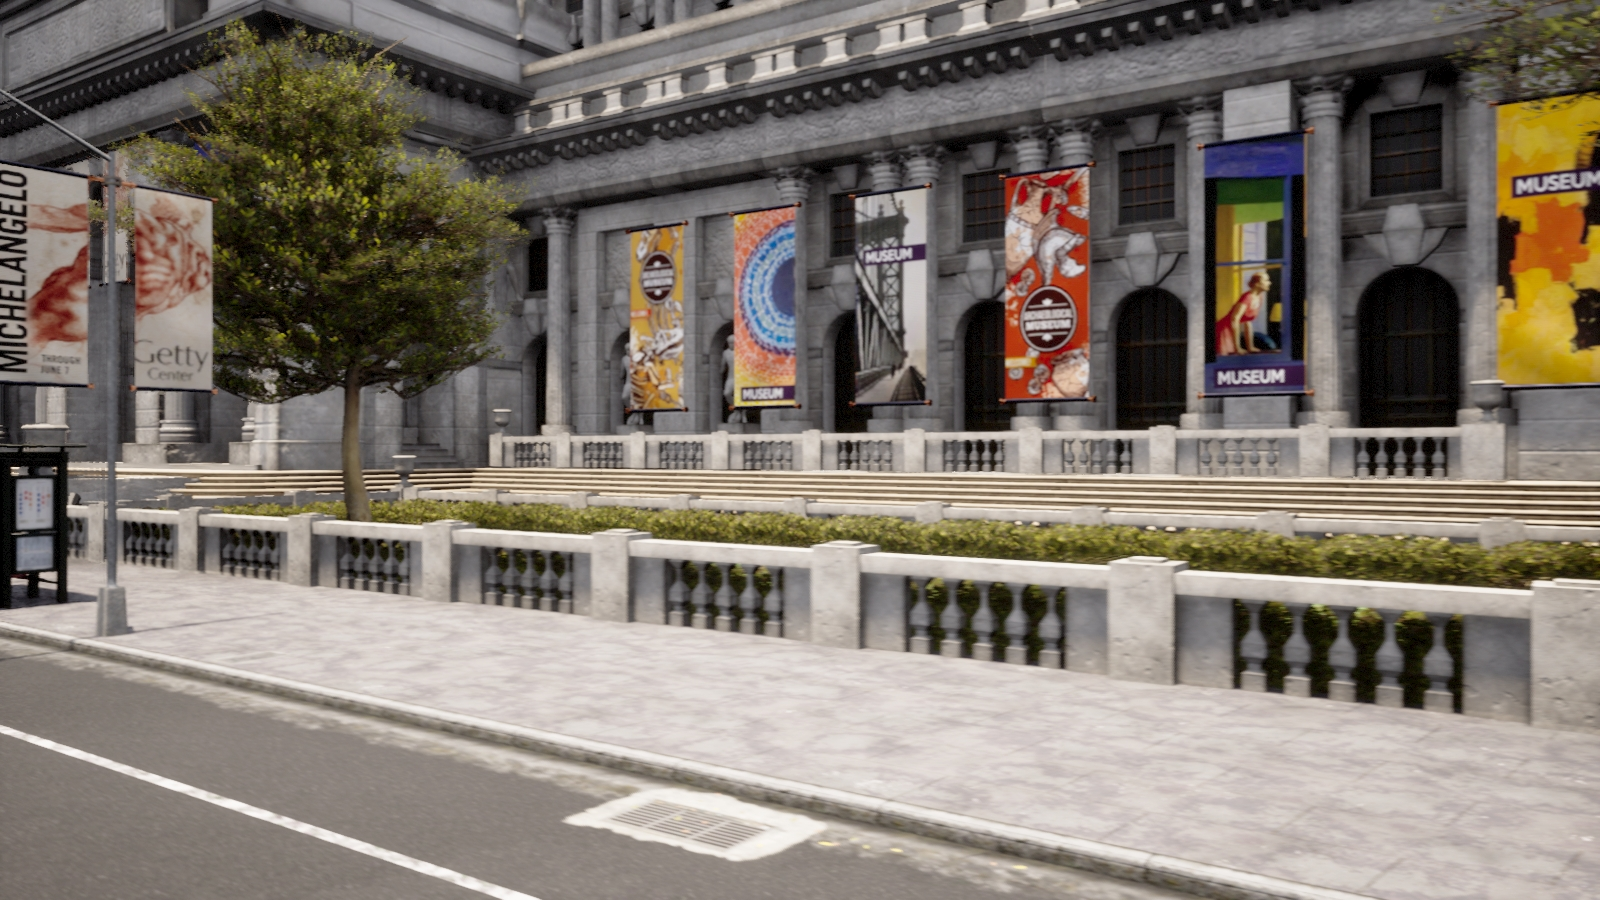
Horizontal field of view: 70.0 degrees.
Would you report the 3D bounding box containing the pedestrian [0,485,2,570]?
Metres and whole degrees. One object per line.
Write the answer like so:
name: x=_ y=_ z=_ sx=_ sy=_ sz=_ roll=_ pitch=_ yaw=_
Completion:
pedestrian: x=-17.801 y=1.696 z=25.092 sx=0.375 sy=1.860 sz=0.375 roll=0 pitch=0 yaw=39
